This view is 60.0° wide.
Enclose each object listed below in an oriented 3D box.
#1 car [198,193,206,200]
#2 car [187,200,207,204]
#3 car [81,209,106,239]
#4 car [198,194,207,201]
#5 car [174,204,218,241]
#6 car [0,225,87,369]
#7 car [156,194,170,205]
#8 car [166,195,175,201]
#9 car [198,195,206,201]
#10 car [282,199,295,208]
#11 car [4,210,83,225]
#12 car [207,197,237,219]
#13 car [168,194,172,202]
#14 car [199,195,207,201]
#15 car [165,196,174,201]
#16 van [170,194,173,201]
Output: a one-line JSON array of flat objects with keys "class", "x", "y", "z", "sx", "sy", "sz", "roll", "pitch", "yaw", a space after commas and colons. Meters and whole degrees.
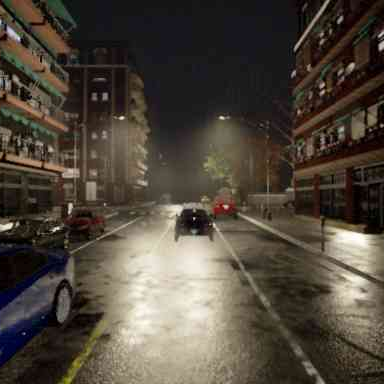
[{"class": "car", "x": 2.720, "y": 1.362, "z": 94.407, "sx": 2.192, "sy": 1.841, "sz": 5.009, "roll": 1, "pitch": 0, "yaw": 0}, {"class": "car", "x": 0.104, "y": 1.606, "z": 28.499, "sx": 1.895, "sy": 1.301, "sz": 4.718, "roll": 0, "pitch": 0, "yaw": 0}, {"class": "car", "x": -5.641, "y": 1.584, "z": 17.257, "sx": 1.802, "sy": 1.307, "sz": 4.206, "roll": 1, "pitch": 0, "yaw": 0}, {"class": "car", "x": 2.713, "y": 1.550, "z": 66.886, "sx": 1.752, "sy": 1.417, "sz": 4.829, "roll": 1, "pitch": 0, "yaw": 0}, {"class": "car", "x": 0.099, "y": 1.528, "z": 16.593, "sx": 1.812, "sy": 1.442, "sz": 4.674, "roll": 0, "pitch": 0, "yaw": 0}, {"class": "car", "x": -3.096, "y": 1.478, "z": 4.159, "sx": 1.882, "sy": 1.535, "sz": 5.008, "roll": 0, "pitch": 0, "yaw": 0}, {"class": "car", "x": -5.668, "y": 1.603, "z": 61.185, "sx": 1.802, "sy": 1.307, "sz": 4.206, "roll": 1, "pitch": 0, "yaw": 0}, {"class": "car", "x": -5.664, "y": 1.593, "z": 88.878, "sx": 2.008, "sy": 1.369, "sz": 4.403, "roll": 1, "pitch": 0, "yaw": 0}, {"class": "car", "x": 2.715, "y": 1.608, "z": 88.869, "sx": 1.947, "sy": 1.339, "sz": 4.313, "roll": 1, "pitch": 0, "yaw": 0}, {"class": "car", "x": 15.219, "y": 1.601, "z": 47.717, "sx": 4.313, "sy": 1.339, "sz": 1.947, "roll": 0, "pitch": -1, "yaw": 1}, {"class": "car", "x": -5.641, "y": 1.552, "z": 11.572, "sx": 2.008, "sy": 1.369, "sz": 4.403, "roll": 1, "pitch": 0, "yaw": 0}, {"class": "car", "x": 2.712, "y": 1.320, "z": 28.686, "sx": 2.192, "sy": 1.841, "sz": 5.009, "roll": 1, "pitch": 0, "yaw": 0}, {"class": "car", "x": -5.668, "y": 1.607, "z": 66.723, "sx": 1.802, "sy": 1.307, "sz": 4.206, "roll": 1, "pitch": 0, "yaw": 0}, {"class": "car", "x": 2.715, "y": 1.588, "z": 83.329, "sx": 2.008, "sy": 1.369, "sz": 4.403, "roll": 1, "pitch": 0, "yaw": 0}, {"class": "car", "x": -5.665, "y": 1.619, "z": 83.339, "sx": 1.802, "sy": 1.307, "sz": 4.206, "roll": 1, "pitch": 0, "yaw": 0}, {"class": "van", "x": -5.662, "y": 1.369, "z": 72.262, "sx": 1.690, "sy": 1.788, "sz": 3.998, "roll": 1, "pitch": 0, "yaw": 0}]
